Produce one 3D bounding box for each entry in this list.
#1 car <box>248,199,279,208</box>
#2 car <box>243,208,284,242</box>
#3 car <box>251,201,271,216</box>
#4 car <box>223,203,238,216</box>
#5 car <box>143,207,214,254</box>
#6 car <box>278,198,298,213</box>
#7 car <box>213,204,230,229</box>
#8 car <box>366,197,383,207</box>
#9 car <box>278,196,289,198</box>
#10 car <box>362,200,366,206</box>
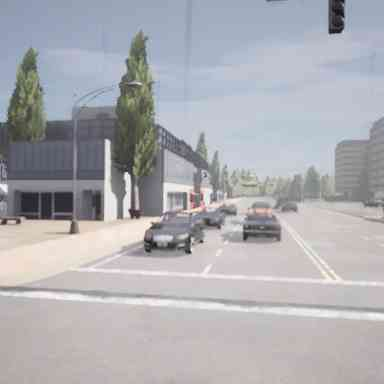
[{"bbox_3d":[5.530,1.592,26.547,2.097,1.767,4.553,0,0,12],"label":"car"},{"bbox_3d":[3.714,1.761,17.676,1.895,1.301,4.718,0,0,12],"label":"car"},{"bbox_3d":[7.887,1.836,38.049,2.128,1.511,4.902,0,-1,12],"label":"car"},{"bbox_3d":[3.895,1.872,35.996,1.994,1.385,4.181,0,-1,12],"label":"car"},{"bbox_3d":[-0.563,1.603,14.213,2.128,1.511,4.902,0,0,12],"label":"car"},{"bbox_3d":[12.693,1.901,43.438,2.128,1.511,4.902,0,0,12],"label":"car"},{"bbox_3d":[1.224,1.755,22.931,1.994,1.385,4.181,0,0,12],"label":"car"},{"bbox_3d":[34.091,1.797,59.604,3.866,1.878,1.905,0,0,10],"label":"car"},{"bbox_3d":[14.670,1.721,53.389,2.150,2.045,5.566,0,0,12],"label":"car"},{"bbox_3d":[34.650,1.820,62.444,4.605,1.855,1.932,0,0,10],"label":"car"}]
